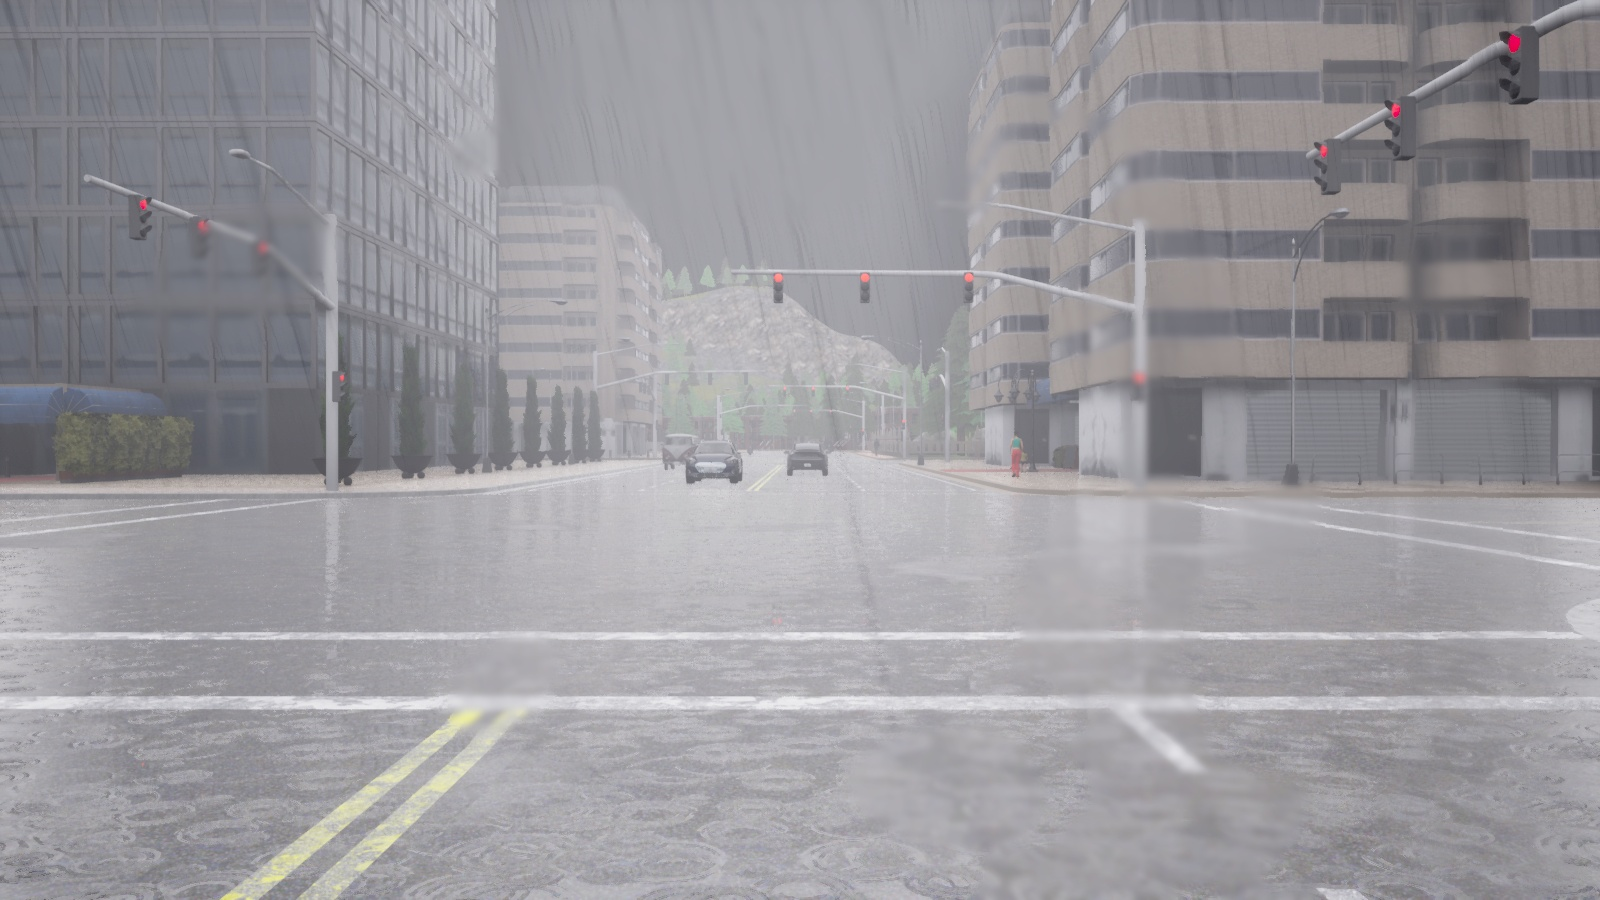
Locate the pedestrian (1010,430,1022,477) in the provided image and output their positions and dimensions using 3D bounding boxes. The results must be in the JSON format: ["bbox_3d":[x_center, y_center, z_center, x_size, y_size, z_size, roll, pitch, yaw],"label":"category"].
[{"bbox_3d":[8.354,0.135,48.575,0.345,1.836,0.594,0,0,-2],"label":"pedestrian"}]

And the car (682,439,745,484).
[{"bbox_3d":[-3.212,0.402,47.640,2.033,1.649,4.856,0,0,0],"label":"car"}]

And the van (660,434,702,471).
[{"bbox_3d":[-6.563,0.097,69.693,1.775,1.987,4.442,0,0,2],"label":"van"}]

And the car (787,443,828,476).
[{"bbox_3d":[0.351,0.417,58.733,1.837,1.490,4.892,0,0,0],"label":"car"}]
